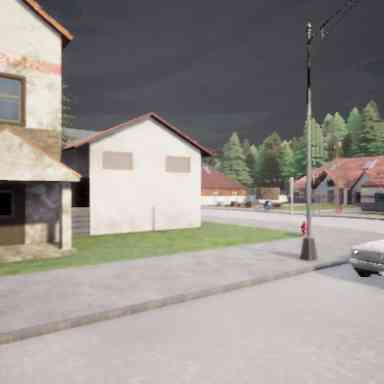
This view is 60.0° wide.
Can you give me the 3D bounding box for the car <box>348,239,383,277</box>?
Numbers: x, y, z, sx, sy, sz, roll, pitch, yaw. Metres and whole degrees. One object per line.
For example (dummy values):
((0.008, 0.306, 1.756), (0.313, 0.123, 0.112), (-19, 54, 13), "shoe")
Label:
((6.269, 1.580, 8.966), (4.718, 1.301, 1.895), (0, 0, -35), "car")
